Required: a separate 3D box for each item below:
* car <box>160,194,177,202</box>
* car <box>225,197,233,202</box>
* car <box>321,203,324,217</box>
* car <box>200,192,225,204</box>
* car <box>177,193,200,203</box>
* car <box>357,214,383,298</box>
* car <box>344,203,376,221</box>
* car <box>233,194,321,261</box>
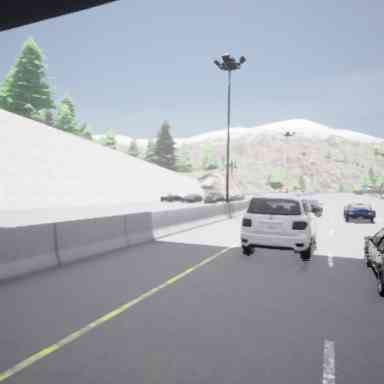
[{"bbox_3d":[-3.114,0.889,51.248,1.895,1.301,4.718,1,1,23],"label":"car"},{"bbox_3d":[6.573,1.109,47.201,1.994,1.385,4.181,1,1,23],"label":"car"},{"bbox_3d":[10.342,1.329,28.882,1.812,1.442,4.674,1,1,23],"label":"car"},{"bbox_3d":[3.364,0.784,48.584,2.097,1.767,4.553,1,1,23],"label":"car"},{"bbox_3d":[0.124,0.919,49.917,2.033,1.411,5.357,1,1,23],"label":"car"},{"bbox_3d":[5.339,1.532,7.959,2.033,1.411,5.357,1,1,23],"label":"car"},{"bbox_3d":[12.585,1.492,25.163,1.895,1.301,4.718,1,1,23],"label":"car"},{"bbox_3d":[3.386,1.114,12.318,2.150,2.045,5.566,1,1,23],"label":"car"}]
